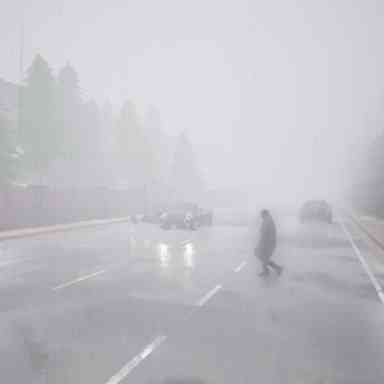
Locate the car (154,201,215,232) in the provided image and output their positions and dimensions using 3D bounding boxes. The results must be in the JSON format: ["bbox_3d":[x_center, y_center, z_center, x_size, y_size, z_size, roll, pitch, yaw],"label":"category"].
[{"bbox_3d":[-0.190,1.351,20.340,2.097,1.767,4.553,0,0,22],"label":"car"}]

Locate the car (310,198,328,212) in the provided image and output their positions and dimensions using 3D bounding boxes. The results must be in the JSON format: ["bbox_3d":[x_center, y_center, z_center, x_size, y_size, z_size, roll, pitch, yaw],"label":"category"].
[{"bbox_3d":[15.020,1.476,39.179,1.882,1.535,5.008,0,0,22],"label":"car"}]

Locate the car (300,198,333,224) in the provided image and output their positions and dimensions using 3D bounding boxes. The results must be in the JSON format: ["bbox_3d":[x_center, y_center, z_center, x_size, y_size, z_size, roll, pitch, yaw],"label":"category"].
[{"bbox_3d":[9.474,1.352,25.196,2.097,1.767,4.553,0,0,23],"label":"car"}]

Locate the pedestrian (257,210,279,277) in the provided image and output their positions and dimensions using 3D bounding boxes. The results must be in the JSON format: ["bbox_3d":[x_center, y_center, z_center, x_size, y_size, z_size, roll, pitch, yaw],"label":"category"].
[{"bbox_3d":[2.012,1.293,8.761,0.375,1.860,0.375,0,0,22],"label":"pedestrian"}]

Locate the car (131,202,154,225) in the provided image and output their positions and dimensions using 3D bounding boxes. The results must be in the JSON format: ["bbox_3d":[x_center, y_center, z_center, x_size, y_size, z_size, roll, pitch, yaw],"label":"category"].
[{"bbox_3d":[-2.551,1.490,23.884,2.128,1.511,4.902,0,0,22],"label":"car"}]
